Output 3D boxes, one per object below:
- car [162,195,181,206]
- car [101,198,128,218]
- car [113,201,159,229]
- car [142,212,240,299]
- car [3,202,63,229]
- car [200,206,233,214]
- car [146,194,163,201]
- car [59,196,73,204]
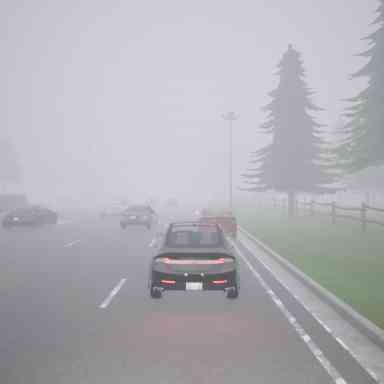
[{"bbox_3d":[-3.353,1.562,55.127,1.994,1.385,4.181,0,0,0],"label":"car"},{"bbox_3d":[-6.888,1.524,30.063,1.812,1.442,4.674,0,0,0],"label":"car"},{"bbox_3d":[-3.381,1.546,21.787,2.033,1.411,5.357,0,0,0],"label":"car"},{"bbox_3d":[0.059,1.491,8.439,2.128,1.511,4.902,0,0,0],"label":"car"},{"bbox_3d":[-10.380,1.563,21.698,1.994,1.385,4.181,0,0,0],"label":"car"},{"bbox_3d":[1.240,1.477,17.780,1.882,1.535,5.008,0,0,0],"label":"car"},{"bbox_3d":[-6.851,1.489,57.897,2.128,1.511,4.902,0,0,0],"label":"car"},{"bbox_3d":[-23.789,1.474,62.725,1.882,1.535,5.008,0,0,-31],"label":"car"}]
